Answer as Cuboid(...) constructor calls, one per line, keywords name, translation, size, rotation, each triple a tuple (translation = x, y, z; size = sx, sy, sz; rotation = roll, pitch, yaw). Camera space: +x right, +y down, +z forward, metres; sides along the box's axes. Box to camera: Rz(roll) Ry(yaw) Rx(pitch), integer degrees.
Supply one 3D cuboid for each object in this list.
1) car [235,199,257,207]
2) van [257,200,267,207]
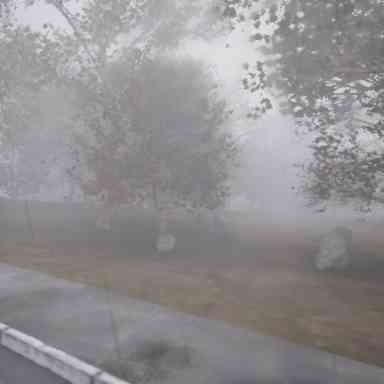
Cuboid(name="car", translation=(13.674, 2.770, 87.468), size=(5.566, 2.045, 2.435), rotation=(4, 1, -43))
Cuboid(name="van", translation=(17.634, 3.051, 91.214), size=(4.442, 1.987, 1.878), rotation=(4, 1, -43))
